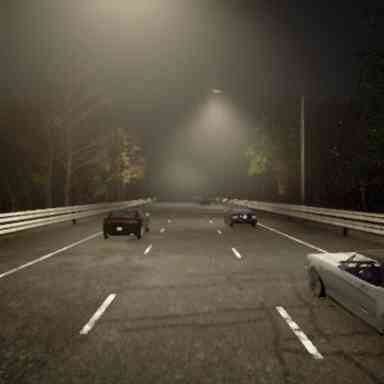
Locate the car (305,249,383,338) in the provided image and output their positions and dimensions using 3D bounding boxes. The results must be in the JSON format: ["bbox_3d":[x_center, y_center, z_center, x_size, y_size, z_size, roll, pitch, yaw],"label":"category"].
[{"bbox_3d":[3.587,1.645,5.741,1.895,1.301,4.718,0,0,0],"label":"car"}]

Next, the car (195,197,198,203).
[{"bbox_3d":[2.280,2.118,77.920,1.994,1.385,4.181,0,0,-2],"label":"car"}]

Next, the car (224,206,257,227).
[{"bbox_3d":[3.466,1.731,24.519,2.033,1.411,5.357,0,0,-1],"label":"car"}]

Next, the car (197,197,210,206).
[{"bbox_3d":[2.596,1.960,66.889,1.882,1.535,5.008,0,0,-2],"label":"car"}]

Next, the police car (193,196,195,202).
[{"bbox_3d":[1.913,2.053,89.063,1.930,1.638,5.238,0,0,-2],"label":"police car"}]

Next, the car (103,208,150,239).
[{"bbox_3d":[-3.482,1.617,18.331,1.882,1.535,5.008,0,0,0],"label":"car"}]
